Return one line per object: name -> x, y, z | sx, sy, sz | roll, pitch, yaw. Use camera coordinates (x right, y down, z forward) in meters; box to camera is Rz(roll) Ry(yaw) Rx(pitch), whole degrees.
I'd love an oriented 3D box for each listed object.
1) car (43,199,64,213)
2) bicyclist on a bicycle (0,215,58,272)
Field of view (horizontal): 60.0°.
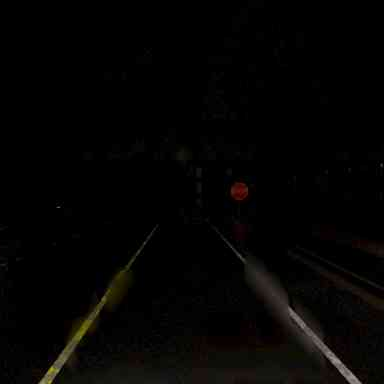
car -> -16.147, 1.489, 35.262 | 4.892, 1.490, 1.837 | 1, 0, -2
bicyclist on a bicycle -> -4.596, 1.457, 9.332 | 1.656, 1.620, 0.582 | -2, 0, -2
